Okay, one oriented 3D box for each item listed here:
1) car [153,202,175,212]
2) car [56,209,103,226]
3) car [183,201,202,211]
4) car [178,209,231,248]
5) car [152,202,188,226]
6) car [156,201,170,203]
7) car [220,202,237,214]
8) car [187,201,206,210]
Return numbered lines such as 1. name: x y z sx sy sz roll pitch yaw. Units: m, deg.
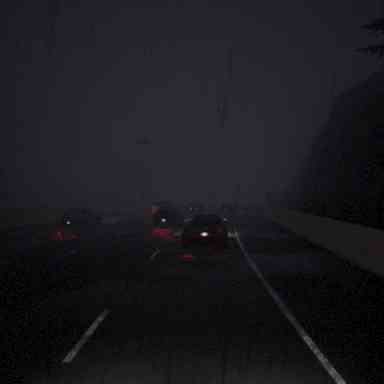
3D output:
1. car: -4.199 2.185 50.311 1.994 1.385 4.181 -1 -1 15
2. car: -8.854 2.004 26.783 1.895 1.301 4.718 -1 -1 8
3. car: 0.069 2.133 53.153 1.812 1.442 4.674 -1 -1 16
4. car: 0.701 1.738 15.741 1.994 1.385 4.181 -1 -1 5
5. car: -1.766 1.824 26.317 1.837 1.490 4.892 -1 -1 7
6. car: -3.195 1.833 39.043 2.097 1.767 4.553 -1 -1 9
7. car: 4.556 1.957 41.974 1.812 1.442 4.674 -1 -1 12
8. car: 0.411 1.998 39.722 2.033 1.411 5.357 -1 -1 12
